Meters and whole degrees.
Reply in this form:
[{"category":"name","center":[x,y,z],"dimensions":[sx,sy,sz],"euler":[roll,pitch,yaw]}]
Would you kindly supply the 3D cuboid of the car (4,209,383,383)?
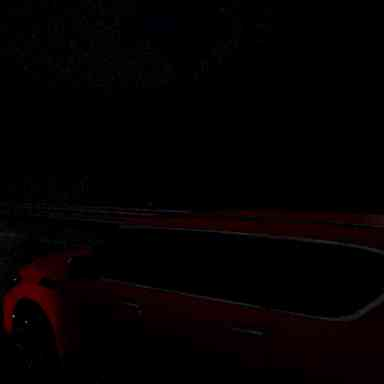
[{"category":"car","center":[0.122,1.219,3.781],"dimensions":[5.566,2.045,2.150],"euler":[0,0,35]}]
